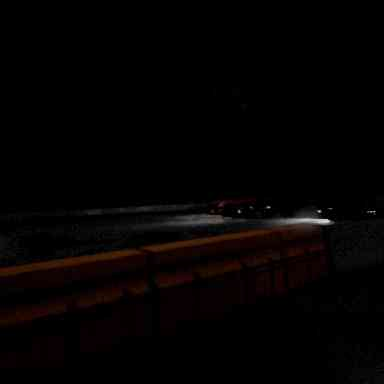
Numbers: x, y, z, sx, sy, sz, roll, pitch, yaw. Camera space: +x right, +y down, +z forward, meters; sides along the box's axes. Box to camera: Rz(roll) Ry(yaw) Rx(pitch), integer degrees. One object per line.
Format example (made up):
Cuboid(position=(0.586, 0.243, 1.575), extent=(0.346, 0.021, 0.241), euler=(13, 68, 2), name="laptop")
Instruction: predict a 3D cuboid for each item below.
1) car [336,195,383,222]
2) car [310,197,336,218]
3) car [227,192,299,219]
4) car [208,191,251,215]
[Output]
Cuboid(position=(10.629, 0.934, 18.355), extent=(5.008, 1.535, 1.882), euler=(-2, 1, -27), name="car")
Cuboid(position=(9.790, 0.981, 21.849), extent=(4.181, 1.385, 1.994), euler=(-2, 1, -27), name="car")
Cuboid(position=(5.324, 0.984, 23.439), extent=(4.902, 1.511, 2.128), euler=(-2, 1, -29), name="car")
Cuboid(position=(3.528, 0.835, 26.432), extent=(4.553, 1.767, 2.097), euler=(-2, 1, -28), name="car")
